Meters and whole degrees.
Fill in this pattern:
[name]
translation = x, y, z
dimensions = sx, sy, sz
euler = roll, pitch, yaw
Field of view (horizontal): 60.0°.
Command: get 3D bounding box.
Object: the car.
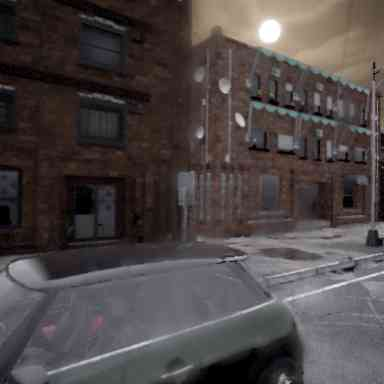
[car]
translation = -1.115, 1.352, 2.887
dimensions = 4.553, 1.767, 2.097
euler = 0, 0, -35
